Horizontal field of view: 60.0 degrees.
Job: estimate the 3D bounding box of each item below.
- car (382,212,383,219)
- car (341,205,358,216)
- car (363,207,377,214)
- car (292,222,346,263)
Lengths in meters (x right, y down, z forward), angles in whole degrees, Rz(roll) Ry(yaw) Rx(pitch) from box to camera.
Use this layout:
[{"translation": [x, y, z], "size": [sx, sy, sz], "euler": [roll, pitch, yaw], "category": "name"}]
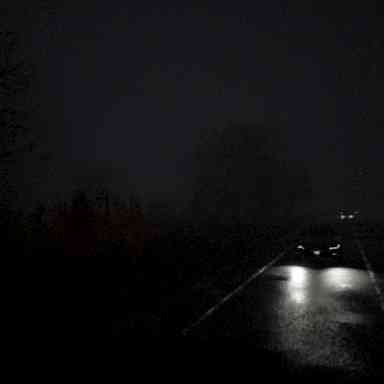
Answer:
[{"translation": [27.578, 3.099, 45.890], "size": [2.128, 1.511, 4.902], "euler": [-3, -3, 24], "category": "car"}, {"translation": [33.059, 3.958, 70.423], "size": [2.150, 2.045, 5.566], "euler": [-4, -4, 32], "category": "car"}, {"translation": [43.752, 4.339, 81.327], "size": [2.097, 1.767, 4.553], "euler": [-3, -3, 24], "category": "car"}, {"translation": [5.728, 2.147, 14.866], "size": [1.837, 1.490, 4.892], "euler": [-3, -3, 24], "category": "car"}]
